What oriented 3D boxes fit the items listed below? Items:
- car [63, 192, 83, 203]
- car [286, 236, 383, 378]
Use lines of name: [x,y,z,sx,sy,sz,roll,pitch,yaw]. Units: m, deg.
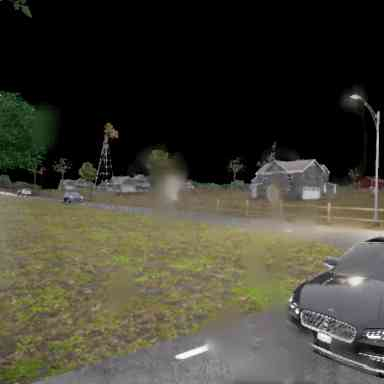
car: [-18.391,0.768,51.398,2.097,1.767,4.553,2,-1,-36]
car: [3.608,1.544,5.527,4.892,1.490,1.837,0,0,-36]
